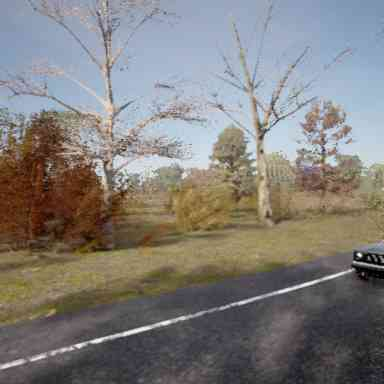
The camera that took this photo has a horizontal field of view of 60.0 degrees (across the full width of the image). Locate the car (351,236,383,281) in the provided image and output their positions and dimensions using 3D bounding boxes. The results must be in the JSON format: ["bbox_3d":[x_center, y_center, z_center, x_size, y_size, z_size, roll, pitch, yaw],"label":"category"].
[{"bbox_3d":[6.120,1.600,8.768,4.718,1.301,1.895,0,0,-39],"label":"car"}]
